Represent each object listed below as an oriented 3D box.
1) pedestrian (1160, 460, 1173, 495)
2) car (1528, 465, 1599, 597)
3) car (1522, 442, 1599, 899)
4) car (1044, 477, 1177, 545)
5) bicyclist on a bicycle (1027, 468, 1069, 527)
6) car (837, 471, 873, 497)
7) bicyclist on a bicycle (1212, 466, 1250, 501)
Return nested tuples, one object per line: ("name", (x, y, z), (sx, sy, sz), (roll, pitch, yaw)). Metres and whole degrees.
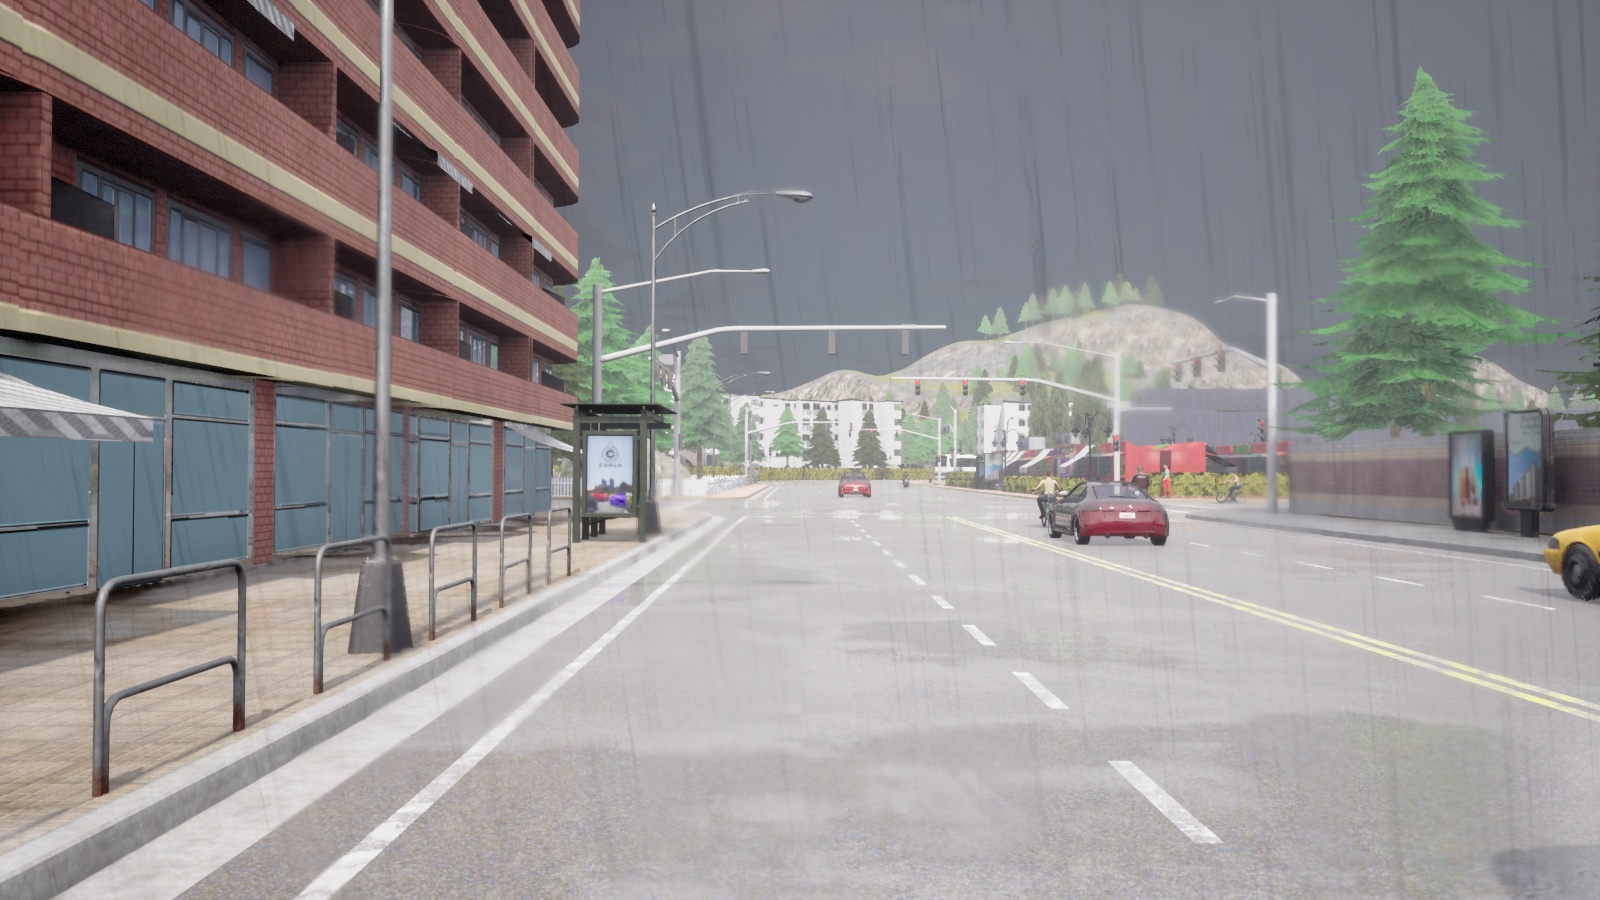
("pedestrian", (18.947, 1.425, 64.944), (0.594, 1.836, 0.345), (0, -1, 2))
("car", (10.464, 0.943, 13.779), (1.801, 1.575, 5.366), (0, -1, 0))
("car", (3.494, 0.762, 1.855), (2.033, 1.649, 4.856), (0, -1, 0))
("car", (6.923, 1.328, 28.475), (1.994, 1.385, 4.181), (0, -1, 0))
("bicyclist on a bicycle", (6.904, 1.310, 34.999), (0.866, 1.612, 1.509), (0, -1, 0))
("car", (3.301, 2.029, 76.449), (2.007, 1.525, 4.514), (0, -1, 0))
("bicyclist on a bicycle", (21.035, 1.636, 61.270), (1.509, 1.612, 0.866), (2, -1, 0))
